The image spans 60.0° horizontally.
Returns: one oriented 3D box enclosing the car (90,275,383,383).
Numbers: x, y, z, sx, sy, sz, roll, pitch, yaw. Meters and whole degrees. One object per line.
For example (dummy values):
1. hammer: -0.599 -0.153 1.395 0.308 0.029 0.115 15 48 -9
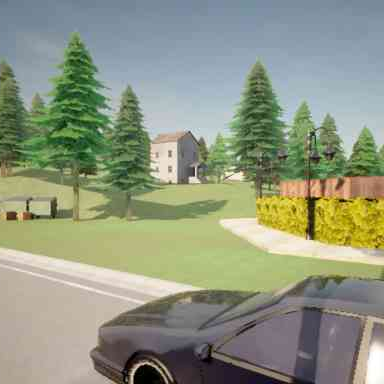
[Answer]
1. car: 1.462 1.547 2.944 5.357 1.411 2.033 0 0 36
